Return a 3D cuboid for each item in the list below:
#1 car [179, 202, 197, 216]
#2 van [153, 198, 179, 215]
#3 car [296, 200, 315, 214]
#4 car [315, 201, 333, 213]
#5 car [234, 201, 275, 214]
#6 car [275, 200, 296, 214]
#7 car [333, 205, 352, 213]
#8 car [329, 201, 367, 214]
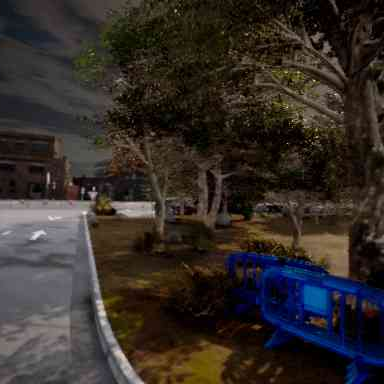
[{"bbox_3d":[-0.508,1.881,37.693,2.163,1.488,4.792,0,1,-17],"label":"car"},{"bbox_3d":[-3.197,1.611,37.001,1.878,1.987,4.442,0,1,-17],"label":"van"},{"bbox_3d":[12.735,1.798,41.843,2.185,1.767,4.553,0,1,-17],"label":"car"},{"bbox_3d":[15.371,1.978,42.707,2.002,1.452,4.674,0,1,-17],"label":"car"},{"bbox_3d":[7.426,1.895,40.219,2.231,1.521,4.892,0,1,-17],"label":"car"},{"bbox_3d":[10.077,1.908,41.038,2.097,1.535,5.008,0,1,-17],"label":"car"},{"bbox_3d":[18.019,1.953,43.540,2.097,1.535,5.008,0,1,-17],"label":"car"},{"bbox_3d":[20.669,2.009,44.370,2.002,1.452,4.674,0,1,-17],"label":"car"}]
